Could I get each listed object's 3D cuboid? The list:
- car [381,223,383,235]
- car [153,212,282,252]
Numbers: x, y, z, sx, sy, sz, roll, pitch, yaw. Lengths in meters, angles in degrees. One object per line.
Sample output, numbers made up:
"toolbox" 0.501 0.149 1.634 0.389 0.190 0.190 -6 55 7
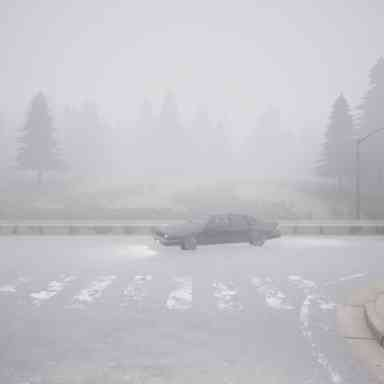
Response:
"car" 11.224 1.492 14.990 4.902 1.511 2.128 0 0 0
"car" 1.134 1.548 13.944 5.357 1.411 2.033 0 0 -21
